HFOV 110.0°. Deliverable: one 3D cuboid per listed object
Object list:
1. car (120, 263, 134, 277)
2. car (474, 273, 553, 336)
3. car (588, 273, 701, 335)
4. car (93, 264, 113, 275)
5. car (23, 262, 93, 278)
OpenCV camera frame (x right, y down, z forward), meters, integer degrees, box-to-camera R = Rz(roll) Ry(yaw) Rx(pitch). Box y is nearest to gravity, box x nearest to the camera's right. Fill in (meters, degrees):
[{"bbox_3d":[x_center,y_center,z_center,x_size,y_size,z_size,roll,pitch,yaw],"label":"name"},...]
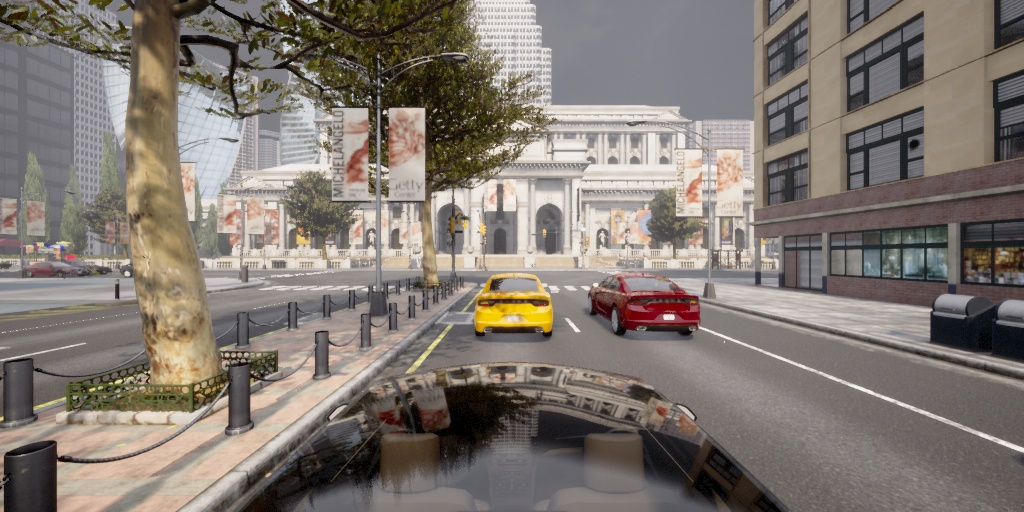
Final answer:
[{"bbox_3d":[-34.180,1.255,34.044,4.892,1.490,1.837,0,0,0],"label":"car"},{"bbox_3d":[0.055,1.228,10.381,1.882,1.535,5.008,0,0,1],"label":"car"},{"bbox_3d":[3.557,1.228,10.560,1.882,1.535,5.008,0,0,0],"label":"car"},{"bbox_3d":[-45.302,1.297,37.505,5.357,1.411,2.033,0,0,0],"label":"car"},{"bbox_3d":[-43.379,1.276,34.012,4.674,1.442,1.812,0,0,-1],"label":"car"}]
